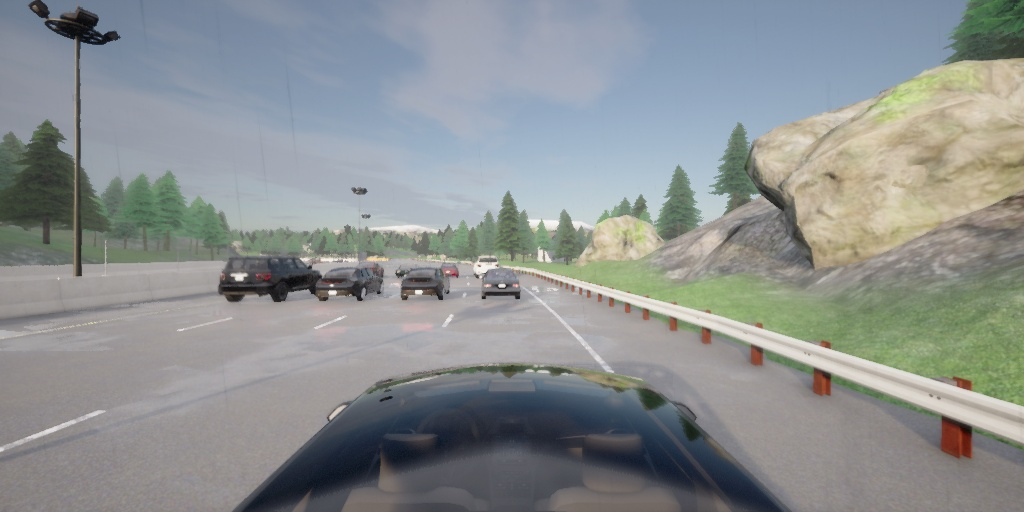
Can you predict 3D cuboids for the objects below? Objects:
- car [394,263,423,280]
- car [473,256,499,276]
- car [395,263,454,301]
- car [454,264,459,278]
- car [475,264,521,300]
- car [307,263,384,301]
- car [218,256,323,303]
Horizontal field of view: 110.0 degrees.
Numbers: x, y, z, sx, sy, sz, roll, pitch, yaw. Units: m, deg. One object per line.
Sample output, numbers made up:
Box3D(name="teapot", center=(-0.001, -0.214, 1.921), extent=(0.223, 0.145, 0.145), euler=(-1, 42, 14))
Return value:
Box3D(name="car", center=(-9.375, 1.366, 32.813), extent=(1.895, 1.301, 4.718), euler=(0, 0, -9))
Box3D(name="car", center=(-2.455, 1.008, 33.867), extent=(2.150, 2.045, 5.566), euler=(0, 0, -9))
Box3D(name="car", center=(-4.106, 1.266, 17.493), extent=(1.837, 1.490, 4.892), euler=(0, 0, -4))
Box3D(name="car", center=(-5.910, 1.322, 33.310), extent=(1.994, 1.385, 4.181), euler=(0, 0, -9))
Box3D(name="car", center=(-0.617, 1.313, 17.758), extent=(2.033, 1.411, 5.357), euler=(0, 0, -4))
Box3D(name="car", center=(-7.596, 1.266, 17.227), extent=(1.837, 1.490, 4.892), euler=(0, 0, -4))
Box3D(name="car", center=(-11.089, 1.007, 16.992), extent=(2.150, 2.045, 5.566), euler=(0, 0, -4))
